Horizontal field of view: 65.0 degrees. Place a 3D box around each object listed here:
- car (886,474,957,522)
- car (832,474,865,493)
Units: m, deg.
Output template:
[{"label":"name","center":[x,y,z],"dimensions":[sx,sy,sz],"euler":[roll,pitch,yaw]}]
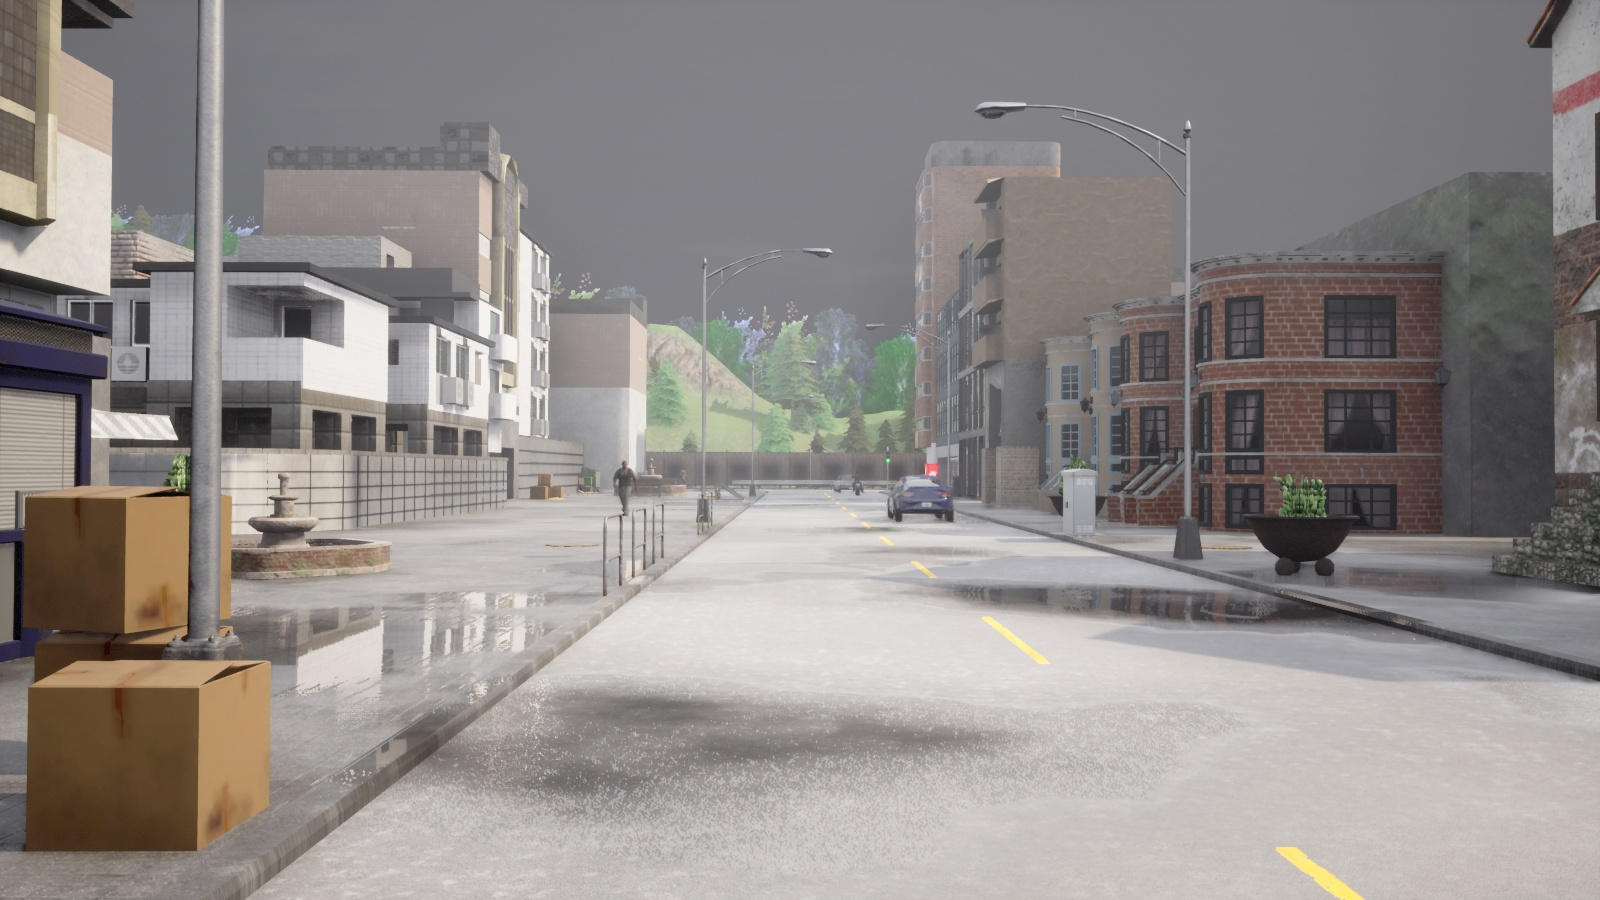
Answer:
[{"label":"car","center":[3.867,1.506,40.674],"dimensions":[1.812,1.442,4.674],"euler":[0,-1,0]},{"label":"car","center":[3.532,2.444,92.094],"dimensions":[1.895,1.301,4.718],"euler":[0,-1,-4]}]
